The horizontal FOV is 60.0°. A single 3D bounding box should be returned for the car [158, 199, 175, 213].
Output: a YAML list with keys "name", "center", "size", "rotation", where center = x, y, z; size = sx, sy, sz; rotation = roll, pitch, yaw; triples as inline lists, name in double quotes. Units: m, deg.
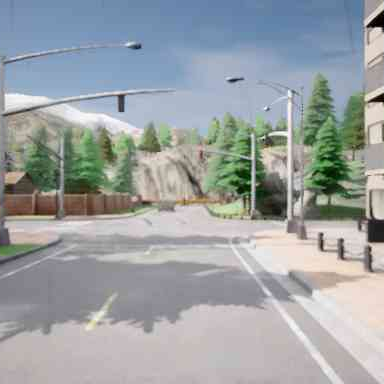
- name: "car"
  center: [-3.474, 1.815, 45.559]
  size: [2.097, 1.767, 4.553]
  rotation: [0, -1, 0]
